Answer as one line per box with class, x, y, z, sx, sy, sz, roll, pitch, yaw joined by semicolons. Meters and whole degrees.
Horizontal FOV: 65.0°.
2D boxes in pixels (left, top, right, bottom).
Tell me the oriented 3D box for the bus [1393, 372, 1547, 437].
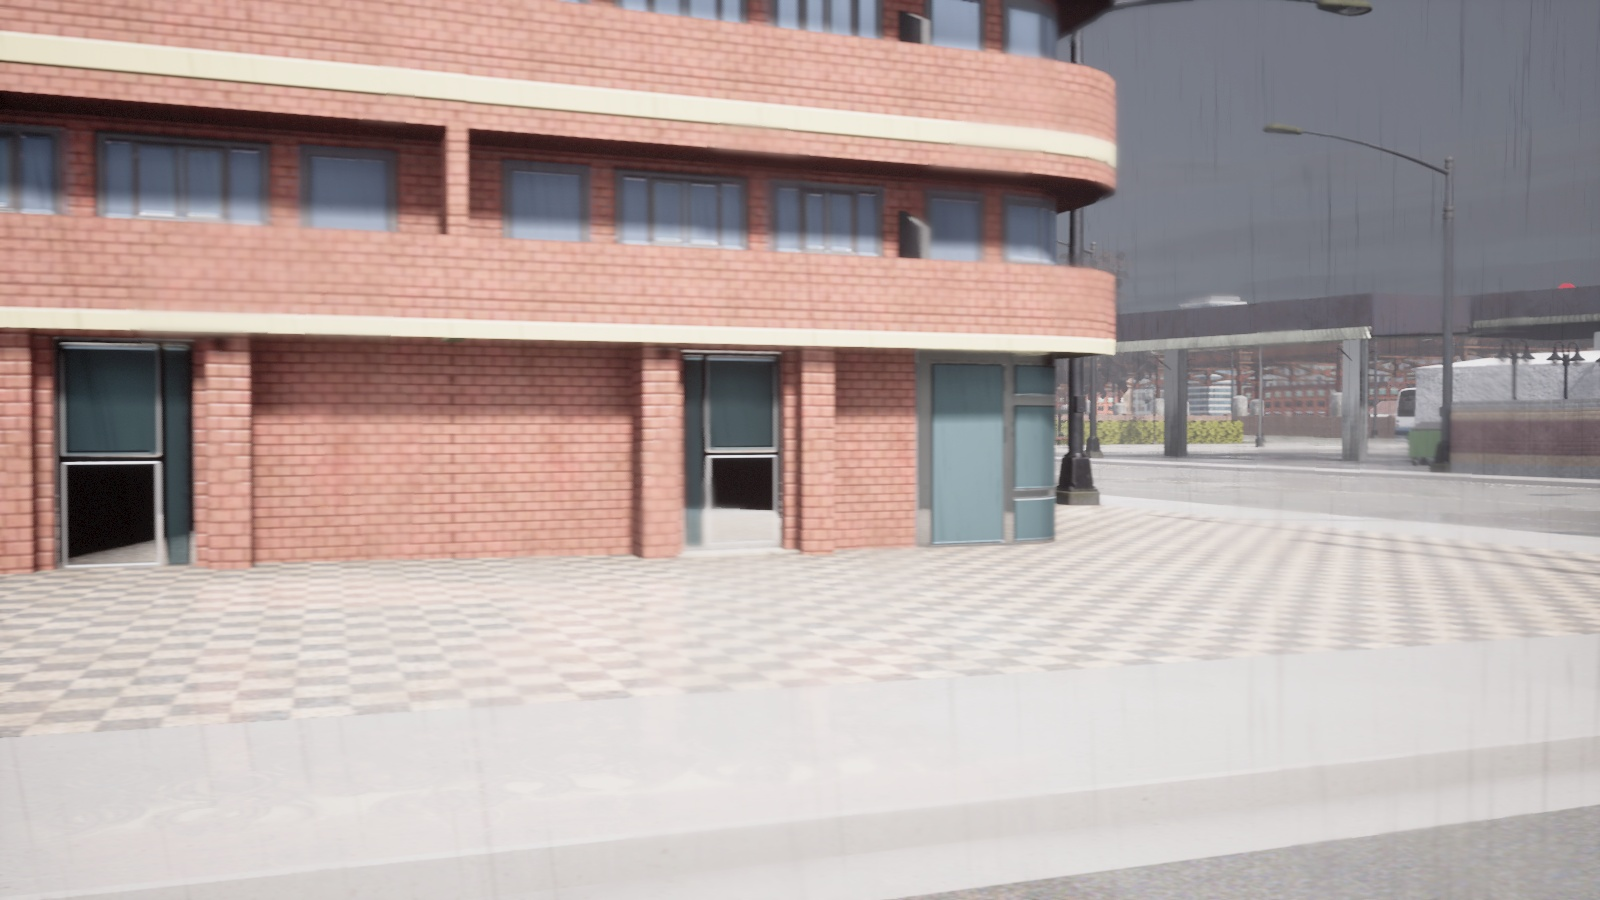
bus;46.134;-3.128;86.400;10.273;4.253;3.944;-2;1;-25
